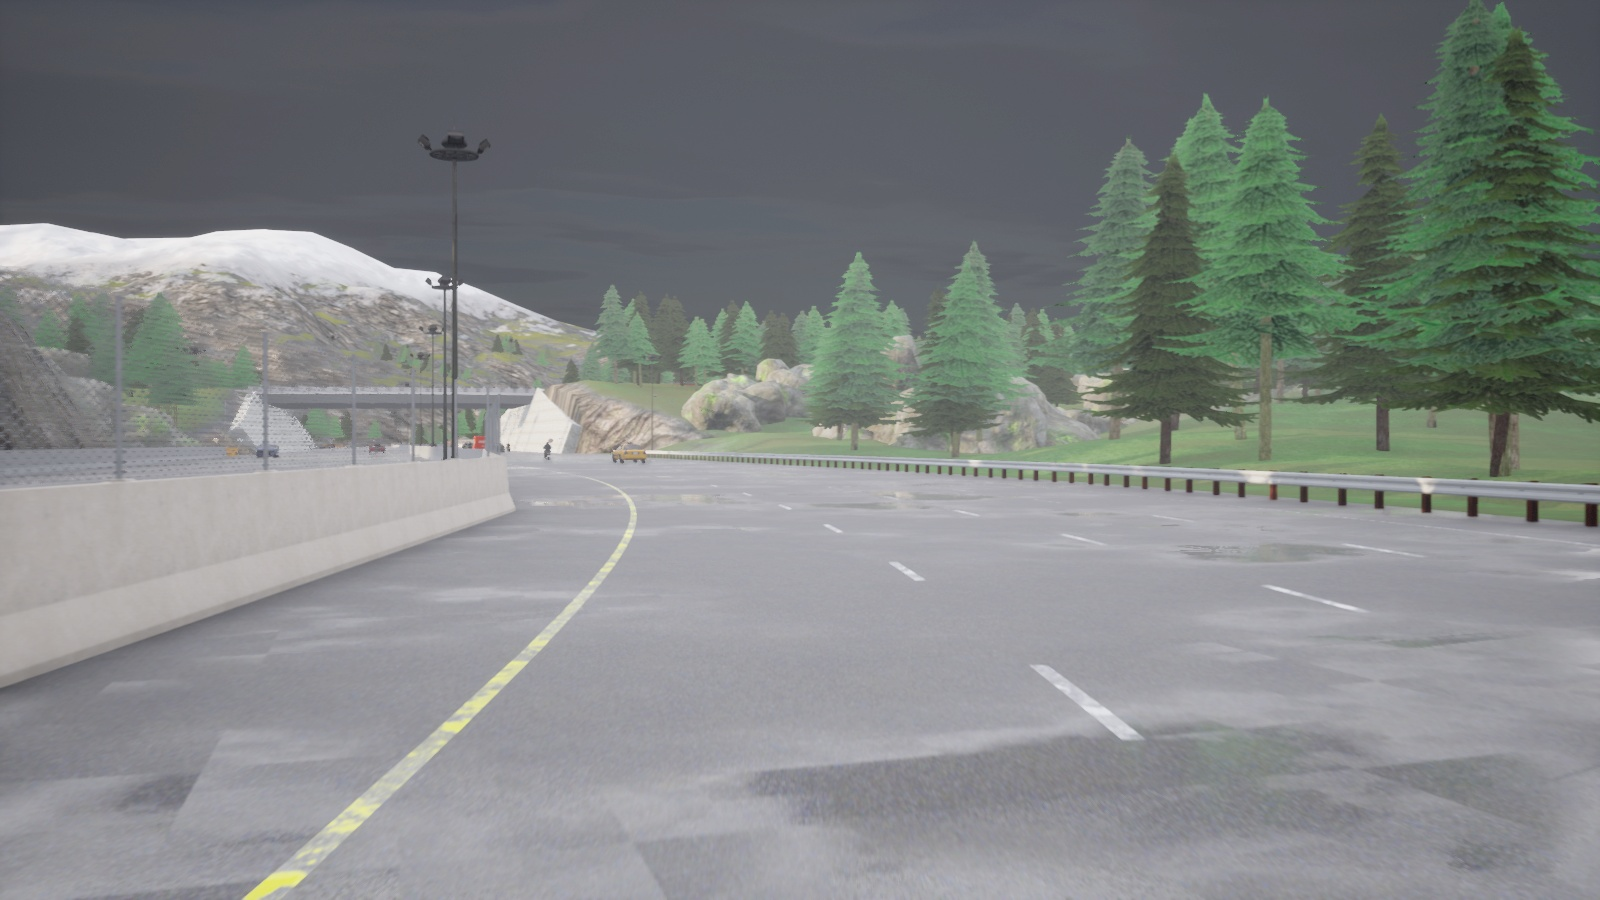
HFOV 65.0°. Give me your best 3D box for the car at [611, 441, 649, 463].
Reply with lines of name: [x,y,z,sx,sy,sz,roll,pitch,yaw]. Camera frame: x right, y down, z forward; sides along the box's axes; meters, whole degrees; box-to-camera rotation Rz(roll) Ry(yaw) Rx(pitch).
car: [-12.562,0.156,92.341,1.801,1.575,5.366,0,0,-19]
